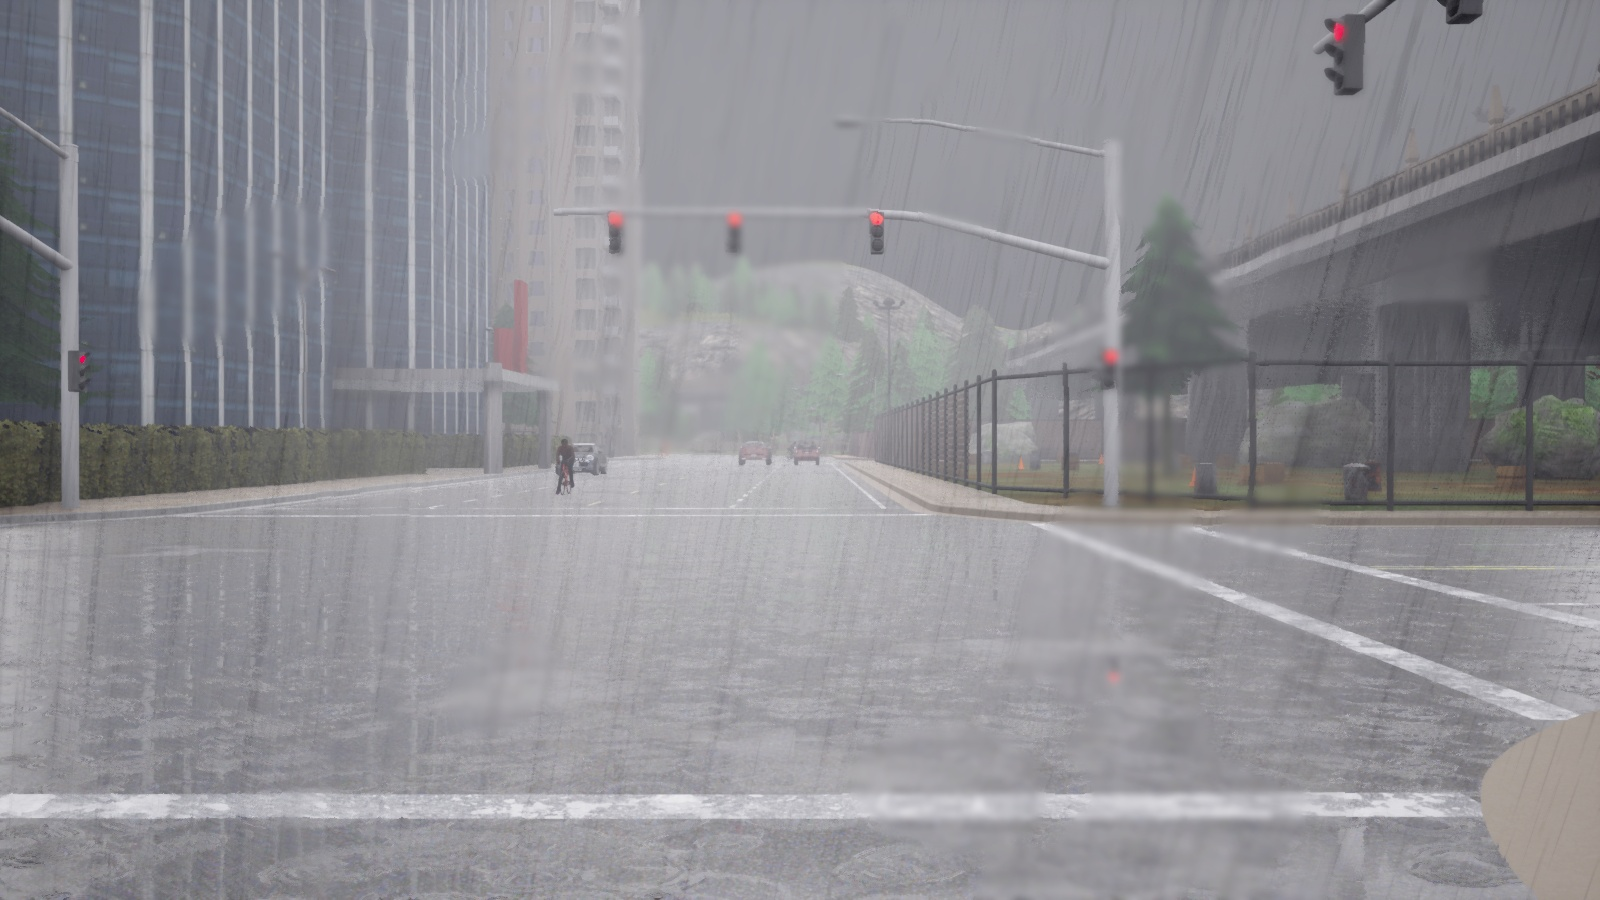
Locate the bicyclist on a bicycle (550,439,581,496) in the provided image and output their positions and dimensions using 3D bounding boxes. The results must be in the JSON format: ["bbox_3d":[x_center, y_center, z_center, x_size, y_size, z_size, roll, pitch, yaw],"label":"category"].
[{"bbox_3d":[-6.795,0.488,36.405,0.582,1.620,1.656,0,1,0],"label":"bicyclist on a bicycle"}]

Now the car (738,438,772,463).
[{"bbox_3d":[-3.036,0.039,85.718,2.152,1.651,5.027,0,0,0],"label":"car"}]

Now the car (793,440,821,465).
[{"bbox_3d":[0.474,0.158,86.290,1.851,1.617,3.988,0,0,0],"label":"car"}]

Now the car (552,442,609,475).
[{"bbox_3d":[-10.180,0.374,58.431,1.970,1.475,3.806,0,0,0],"label":"car"}]
